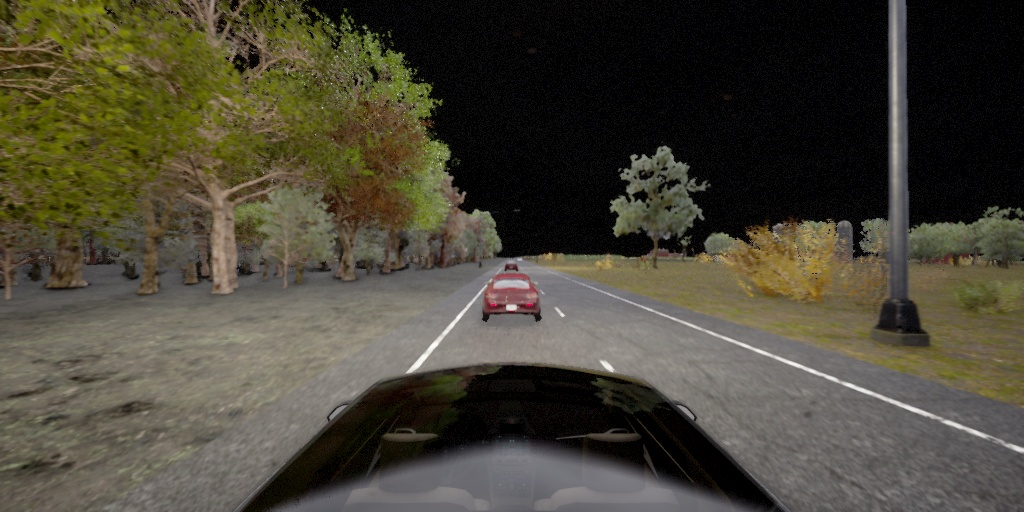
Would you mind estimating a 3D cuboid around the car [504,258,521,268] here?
[{"bbox_3d":[-0.090,1.422,52.171,1.882,1.535,5.008,0,0,0],"label":"car"}]

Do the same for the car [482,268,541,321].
[{"bbox_3d":[-0.019,1.319,12.574,1.812,1.442,4.674,0,0,0],"label":"car"}]
